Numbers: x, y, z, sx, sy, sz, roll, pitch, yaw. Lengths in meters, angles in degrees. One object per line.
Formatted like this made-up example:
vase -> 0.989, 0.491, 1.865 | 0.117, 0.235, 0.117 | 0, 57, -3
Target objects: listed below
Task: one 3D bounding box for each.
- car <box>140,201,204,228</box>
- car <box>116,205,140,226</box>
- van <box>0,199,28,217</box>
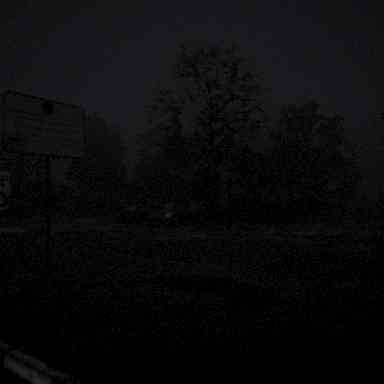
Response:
car -> -1.058, 1.468, 23.373 | 2.185, 1.767, 4.553 | -1, 0, 35
car -> -3.677, 1.667, 25.156 | 2.002, 1.452, 4.674 | -1, 0, 35
van -> -20.749, 1.756, 37.035 | 1.878, 1.987, 4.442 | -2, -1, 35
